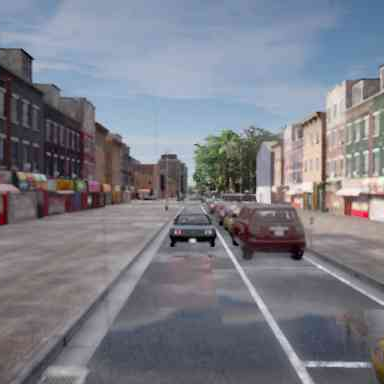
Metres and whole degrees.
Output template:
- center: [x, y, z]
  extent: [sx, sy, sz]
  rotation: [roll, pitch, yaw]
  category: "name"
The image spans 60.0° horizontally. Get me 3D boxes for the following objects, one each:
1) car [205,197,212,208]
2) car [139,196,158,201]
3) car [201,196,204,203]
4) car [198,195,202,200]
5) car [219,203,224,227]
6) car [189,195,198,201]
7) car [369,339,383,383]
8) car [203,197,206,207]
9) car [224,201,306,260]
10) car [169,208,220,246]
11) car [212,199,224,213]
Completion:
- center: [2.736, 1.500, 34.992]
  extent: [1.967, 1.590, 4.097]
  rotation: [0, 0, 0]
  category: "car"
- center: [-11.716, 1.732, 89.468]
  extent: [4.902, 1.511, 2.128]
  rotation: [0, 0, 0]
  category: "car"
- center: [2.792, 1.665, 51.858]
  extent: [2.008, 1.369, 4.403]
  rotation: [0, 0, 0]
  category: "car"
- center: [2.866, 1.790, 74.345]
  extent: [1.947, 1.339, 4.313]
  rotation: [-1, 0, 0]
  category: "car"
- center: [2.682, 1.552, 18.294]
  extent: [1.752, 1.417, 4.829]
  rotation: [0, 0, 0]
  category: "car"
- center: [0.293, 1.823, 90.885]
  extent: [1.994, 1.385, 4.181]
  rotation: [0, 0, 0]
  category: "car"
- center: [2.627, 1.537, 1.427]
  extent: [1.752, 1.417, 4.829]
  rotation: [0, 0, 0]
  category: "car"
- center: [2.756, 1.627, 40.613]
  extent: [2.008, 1.369, 4.403]
  rotation: [0, 0, 0]
  category: "car"
- center: [2.662, 1.335, 12.503]
  extent: [2.192, 1.841, 5.009]
  rotation: [0, 0, 0]
  category: "car"
- center: [0.043, 1.613, 15.249]
  extent: [1.895, 1.301, 4.718]
  rotation: [0, 0, 0]
  category: "car"
- center: [2.700, 1.475, 23.748]
  extent: [1.967, 1.590, 4.097]
  rotation: [0, 0, 0]
  category: "car"
